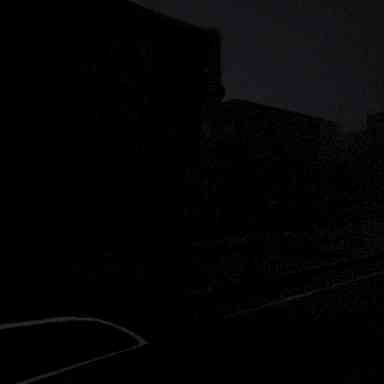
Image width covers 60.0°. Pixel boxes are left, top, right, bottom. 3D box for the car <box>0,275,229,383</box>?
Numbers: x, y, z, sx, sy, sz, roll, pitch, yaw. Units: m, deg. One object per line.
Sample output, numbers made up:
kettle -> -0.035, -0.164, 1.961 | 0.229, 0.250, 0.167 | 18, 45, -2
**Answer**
car -> -1.954, 1.491, 2.291 | 4.902, 1.511, 2.128 | 0, 0, -35
